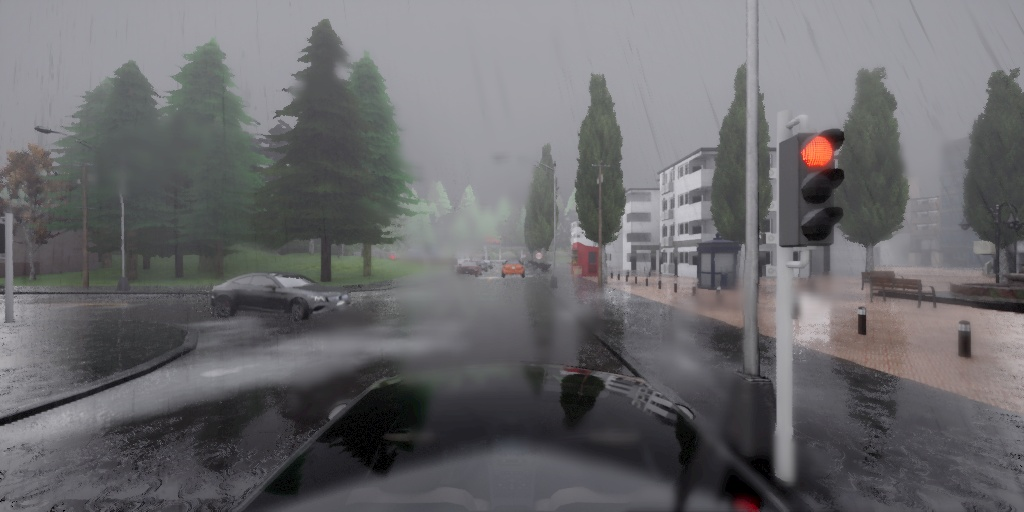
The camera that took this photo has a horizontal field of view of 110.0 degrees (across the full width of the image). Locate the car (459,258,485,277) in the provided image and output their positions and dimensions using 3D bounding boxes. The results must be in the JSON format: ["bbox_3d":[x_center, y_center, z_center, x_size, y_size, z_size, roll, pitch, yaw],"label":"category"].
[{"bbox_3d":[-4.095,1.228,35.729,1.882,1.535,5.008,0,0,0],"label":"car"}]

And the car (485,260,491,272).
[{"bbox_3d":[-4.081,1.314,45.649,1.994,1.385,4.181,0,0,0],"label":"car"}]

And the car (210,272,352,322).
[{"bbox_3d":[-7.765,1.275,12.076,4.674,1.442,1.812,0,0,13],"label":"car"}]

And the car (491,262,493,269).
[{"bbox_3d":[-4.039,1.276,55.776,1.812,1.442,4.674,0,0,0],"label":"car"}]

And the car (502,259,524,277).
[{"bbox_3d":[0.118,1.101,35.657,2.097,1.767,4.553,0,0,0],"label":"car"}]
